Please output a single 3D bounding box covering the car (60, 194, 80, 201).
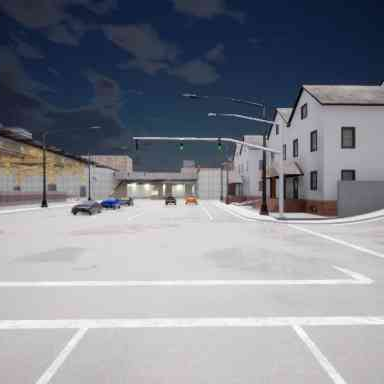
[{"bbox_3d":[-32.742,1.462,89.534,2.038,1.542,4.974,0,0,28],"label":"car"}]

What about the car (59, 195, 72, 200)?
[{"bbox_3d":[-31.967,1.304,84.211,1.853,1.218,4.536,0,0,-37],"label":"car"}]

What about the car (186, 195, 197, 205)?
[{"bbox_3d":[-0.082,1.358,60.477,2.097,1.767,4.553,0,0,0],"label":"car"}]

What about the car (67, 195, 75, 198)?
[{"bbox_3d":[-31.936,1.461,84.170,2.038,1.542,4.974,0,0,-37],"label":"car"}]

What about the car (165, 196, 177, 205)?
[{"bbox_3d":[-3.677,1.511,58.534,1.837,1.490,4.892,0,0,0],"label":"car"}]

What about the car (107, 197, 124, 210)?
[{"bbox_3d":[-10.730,1.482,44.019,1.882,1.535,5.008,0,0,0],"label":"car"}]

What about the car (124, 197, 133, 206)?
[{"bbox_3d":[-10.752,1.531,54.294,1.812,1.442,4.674,0,0,0],"label":"car"}]

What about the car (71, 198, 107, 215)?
[{"bbox_3d":[-10.704,1.551,34.297,2.033,1.411,5.357,0,0,0],"label":"car"}]
